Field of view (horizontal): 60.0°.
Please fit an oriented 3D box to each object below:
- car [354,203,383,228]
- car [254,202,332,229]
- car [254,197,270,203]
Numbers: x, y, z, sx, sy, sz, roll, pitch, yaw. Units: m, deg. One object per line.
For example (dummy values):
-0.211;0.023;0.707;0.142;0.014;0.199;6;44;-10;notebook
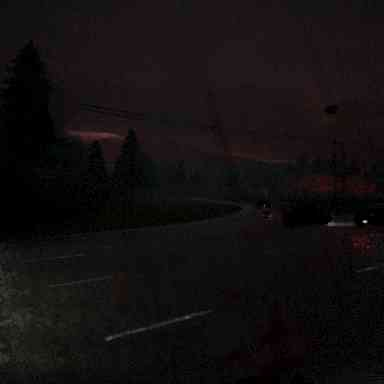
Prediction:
12.192;1.492;21.042;4.892;1.490;1.837;0;0;-36;car
6.785;1.535;21.484;5.357;1.411;2.033;0;0;-36;car
9.632;1.485;45.561;1.837;1.490;4.892;0;0;5;car
